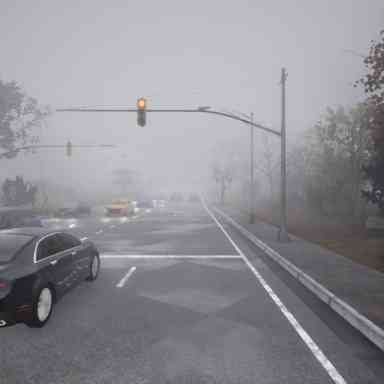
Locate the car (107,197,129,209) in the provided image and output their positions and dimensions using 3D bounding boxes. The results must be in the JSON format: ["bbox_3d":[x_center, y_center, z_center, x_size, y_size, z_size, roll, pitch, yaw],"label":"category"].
[{"bbox_3d":[-10.324,1.478,46.708,1.882,1.535,5.008,0,0,0],"label":"car"}]

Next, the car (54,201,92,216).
[{"bbox_3d":[-10.675,1.526,30.275,1.812,1.442,4.674,0,0,6],"label":"car"}]

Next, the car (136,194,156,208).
[{"bbox_3d":[-6.814,1.476,48.076,1.882,1.535,5.008,0,1,1],"label":"car"}]

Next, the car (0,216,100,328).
[{"bbox_3d":[-3.374,1.505,6.997,1.837,1.490,4.892,0,0,0],"label":"car"}]

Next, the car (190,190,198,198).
[{"bbox_3d":[0.462,0.455,74.247,1.882,1.535,5.008,0,3,0],"label":"car"}]

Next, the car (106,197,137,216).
[{"bbox_3d":[-6.926,1.478,32.302,1.882,1.535,5.008,0,0,0],"label":"car"}]

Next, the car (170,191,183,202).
[{"bbox_3d":[-3.007,0.839,64.409,2.097,1.767,4.553,0,3,0],"label":"car"}]

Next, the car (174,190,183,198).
[{"bbox_3d":[-3.032,0.445,74.460,1.882,1.535,5.008,0,3,0],"label":"car"}]

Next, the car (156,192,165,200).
[{"bbox_3d":[-6.584,0.824,68.174,1.812,1.442,4.674,0,3,1],"label":"car"}]

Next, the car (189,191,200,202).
[{"bbox_3d":[0.492,1.004,63.880,2.128,1.511,4.902,0,3,0],"label":"car"}]

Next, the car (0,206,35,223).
[{"bbox_3d":[-7.059,1.352,11.590,2.097,1.767,4.553,0,0,0],"label":"car"}]
